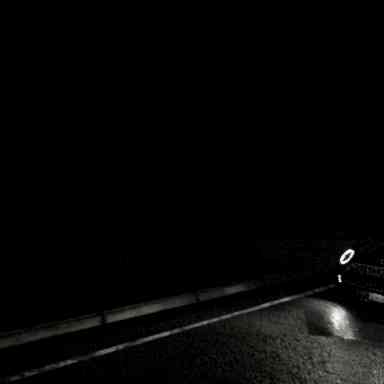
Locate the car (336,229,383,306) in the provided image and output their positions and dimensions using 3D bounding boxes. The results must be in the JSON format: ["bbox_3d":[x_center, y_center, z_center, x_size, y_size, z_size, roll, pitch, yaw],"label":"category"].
[{"bbox_3d":[5.228,1.353,7.413,4.553,1.767,2.097,0,0,-35],"label":"car"}]
